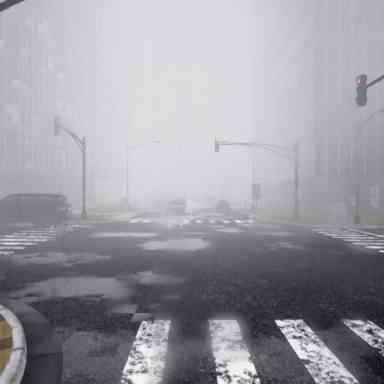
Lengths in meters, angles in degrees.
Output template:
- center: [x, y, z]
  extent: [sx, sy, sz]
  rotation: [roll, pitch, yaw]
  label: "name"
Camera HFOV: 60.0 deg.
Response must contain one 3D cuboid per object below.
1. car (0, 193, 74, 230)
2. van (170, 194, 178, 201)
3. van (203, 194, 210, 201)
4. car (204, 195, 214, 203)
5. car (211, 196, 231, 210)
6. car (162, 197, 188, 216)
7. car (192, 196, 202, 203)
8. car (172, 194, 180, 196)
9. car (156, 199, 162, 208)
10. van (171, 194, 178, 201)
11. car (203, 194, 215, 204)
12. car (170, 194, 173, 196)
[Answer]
- center: [-9.853, 1.056, 19.466]
  extent: [5.566, 2.045, 2.150]
  rotation: [1, 0, -2]
  label: "car"
- center: [-4.403, 1.321, 80.474]
  extent: [1.690, 1.788, 3.998]
  rotation: [0, 0, 0]
  label: "van"
- center: [3.477, 1.321, 80.531]
  extent: [1.690, 1.788, 3.998]
  rotation: [0, 0, 0]
  label: "van"
- center: [3.556, 1.432, 69.476]
  extent: [1.967, 1.590, 4.097]
  rotation: [0, 0, 0]
  label: "car"
- center: [3.804, 1.579, 41.840]
  extent: [1.947, 1.339, 4.313]
  rotation: [0, 0, 0]
  label: "car"
- center: [-1.599, 1.564, 33.645]
  extent: [2.033, 1.411, 5.357]
  rotation: [0, 0, 0]
  label: "car"
- center: [1.090, 1.517, 69.387]
  extent: [1.812, 1.442, 4.674]
  rotation: [0, 0, 0]
  label: "car"
- center: [-1.737, 1.498, 54.234]
  extent: [2.128, 1.511, 4.902]
  rotation: [0, 0, 0]
  label: "car"
- center: [-4.165, 1.592, 47.309]
  extent: [1.802, 1.307, 4.206]
  rotation: [0, 0, 0]
  label: "car"
- center: [-4.443, 1.315, 86.001]
  extent: [1.690, 1.788, 3.998]
  rotation: [0, 0, 0]
  label: "van"
- center: [3.596, 1.313, 63.948]
  extent: [2.192, 1.841, 5.009]
  rotation: [0, 0, 0]
  label: "car"
- center: [-4.284, 1.564, 63.892]
  extent: [1.947, 1.339, 4.313]
  rotation: [0, 0, 0]
  label: "car"
